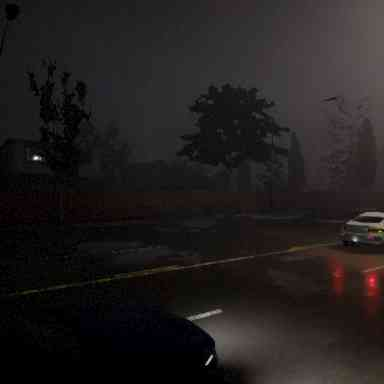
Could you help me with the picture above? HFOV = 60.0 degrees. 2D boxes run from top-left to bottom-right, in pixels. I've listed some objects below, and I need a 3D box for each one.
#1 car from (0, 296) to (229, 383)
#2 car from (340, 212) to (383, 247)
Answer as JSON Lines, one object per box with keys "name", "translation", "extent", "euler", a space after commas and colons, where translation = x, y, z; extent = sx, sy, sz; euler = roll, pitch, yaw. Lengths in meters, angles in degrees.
{"name": "car", "translation": [-1.849, 1.525, 2.422], "extent": [4.674, 1.442, 1.812], "euler": [0, 0, -35]}
{"name": "car", "translation": [7.955, 1.539, 13.714], "extent": [4.674, 1.442, 1.812], "euler": [0, 0, -35]}
